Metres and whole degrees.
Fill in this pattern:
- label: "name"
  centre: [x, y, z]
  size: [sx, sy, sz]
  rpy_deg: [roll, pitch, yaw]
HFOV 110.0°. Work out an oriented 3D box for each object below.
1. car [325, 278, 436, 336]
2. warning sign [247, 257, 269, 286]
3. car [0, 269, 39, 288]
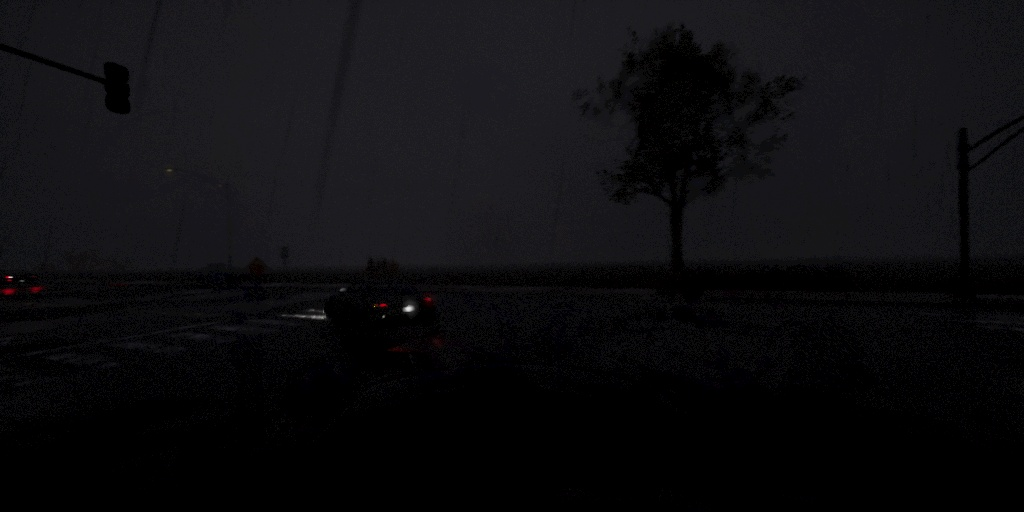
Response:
- label: "car"
  centre: [-4.075, 1.363, 10.871]
  size: [1.994, 1.385, 4.181]
  rpy_deg: [-1, 1, -43]
- label: "warning sign"
  centre: [-16.338, 0.988, 23.045]
  size: [1.060, 1.860, 1.300]
  rpy_deg: [0, 0, 20]
- label: "car"
  centre: [-40.358, 1.767, 28.791]
  size: [4.674, 1.442, 1.812]
  rpy_deg: [-1, 1, 21]
